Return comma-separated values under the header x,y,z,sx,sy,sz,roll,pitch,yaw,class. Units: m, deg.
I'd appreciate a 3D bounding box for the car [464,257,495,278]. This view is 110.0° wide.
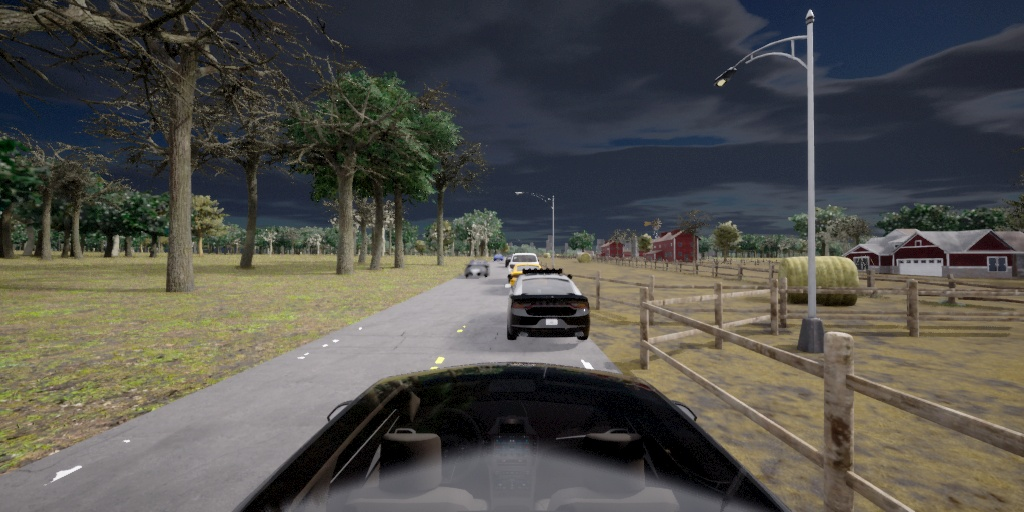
x,y,z,sx,sy,sz,roll,pitch,yaw,class
-2.847,1.024,30.054,2.128,1.511,4.902,0,1,0,car

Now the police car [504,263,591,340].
x,y,z,sx,sy,sz,roll,pitch,yaw,class
0.826,1.156,10.030,1.930,1.638,5.238,0,0,0,police car

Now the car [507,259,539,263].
x,y,z,sx,sy,sz,roll,pitch,yaw,class
0.828,1.134,19.921,1.882,1.535,5.008,0,1,0,car

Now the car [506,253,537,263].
x,y,z,sx,sy,sz,roll,pitch,yaw,class
0.829,0.810,25.952,2.150,2.045,5.566,0,1,0,car

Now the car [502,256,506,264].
x,y,z,sx,sy,sz,roll,pitch,yaw,class
0.048,0.747,49.291,1.882,1.535,5.008,0,1,1,car
